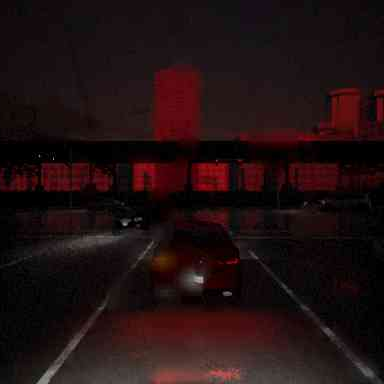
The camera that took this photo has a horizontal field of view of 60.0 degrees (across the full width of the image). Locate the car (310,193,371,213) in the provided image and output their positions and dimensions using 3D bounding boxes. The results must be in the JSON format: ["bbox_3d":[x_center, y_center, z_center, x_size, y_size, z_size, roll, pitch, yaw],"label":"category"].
[{"bbox_3d":[15.846,1.156,35.038,5.566,2.045,2.150,0,0,0],"label":"car"}]

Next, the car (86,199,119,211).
[{"bbox_3d":[-10.128,1.526,39.312,4.674,1.442,1.812,0,0,2],"label":"car"}]

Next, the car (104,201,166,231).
[{"bbox_3d":[-3.032,1.477,20.457,2.128,1.511,4.902,0,0,15],"label":"car"}]

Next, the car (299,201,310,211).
[{"bbox_3d":[14.818,1.295,38.639,4.553,1.767,2.097,0,0,2],"label":"car"}]

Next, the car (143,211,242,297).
[{"bbox_3d":[0.095,1.478,8.637,1.882,1.535,5.008,0,0,0],"label":"car"}]
